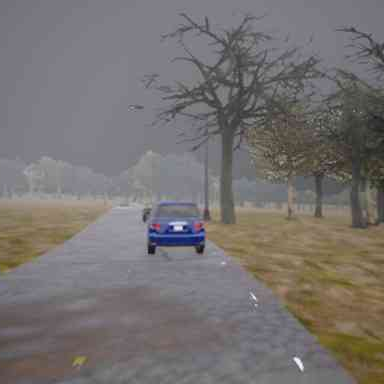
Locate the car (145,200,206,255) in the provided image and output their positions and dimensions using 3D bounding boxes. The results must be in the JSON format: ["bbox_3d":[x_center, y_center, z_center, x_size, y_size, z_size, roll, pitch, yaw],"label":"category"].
[{"bbox_3d":[-0.809,1.360,14.226,2.150,2.045,5.566,0,0,-7],"label":"car"}]

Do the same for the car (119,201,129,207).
[{"bbox_3d":[-14.238,2.524,69.718,1.994,1.385,4.181,0,-1,-11],"label":"car"}]

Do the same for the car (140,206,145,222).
[{"bbox_3d":[-3.467,1.797,29.368,2.128,1.511,4.902,0,-1,-11],"label":"car"}]
